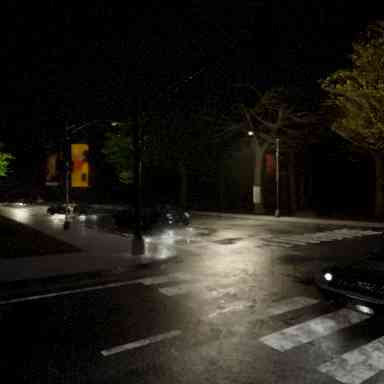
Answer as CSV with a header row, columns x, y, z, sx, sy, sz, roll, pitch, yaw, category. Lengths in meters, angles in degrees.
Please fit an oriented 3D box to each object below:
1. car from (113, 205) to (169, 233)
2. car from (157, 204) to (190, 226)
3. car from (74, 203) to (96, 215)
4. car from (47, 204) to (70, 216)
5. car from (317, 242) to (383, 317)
x,y,z,sx,sy,sz,roll,pitch,yaw,category
-3.869,1.909,23.181,1.882,1.535,5.008,-1,0,-35,car
-2.060,1.775,26.259,2.097,1.767,4.553,0,0,-35,car
-14.149,2.161,43.584,1.812,1.442,4.674,-1,0,-35,car
-16.842,2.223,41.762,1.994,1.385,4.181,-1,0,-35,car
4.735,1.706,6.908,4.718,1.301,1.895,1,-1,-35,car
